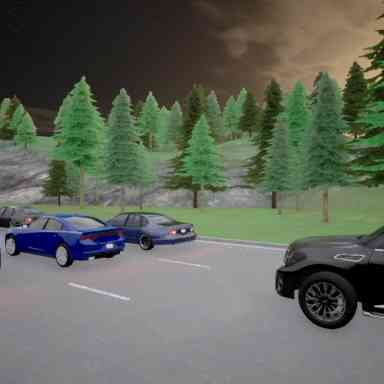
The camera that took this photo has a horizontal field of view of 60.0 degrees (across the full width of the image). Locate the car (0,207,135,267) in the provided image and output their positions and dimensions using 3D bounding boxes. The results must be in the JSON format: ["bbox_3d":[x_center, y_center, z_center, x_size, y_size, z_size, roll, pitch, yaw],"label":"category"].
[{"bbox_3d":[-4.499,1.478,11.474,5.008,1.535,1.882,0,0,36],"label":"car"}]

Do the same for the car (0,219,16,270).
[{"bbox_3d":[-6.951,1.505,8.925,4.892,1.490,1.837,0,0,36],"label":"car"}]

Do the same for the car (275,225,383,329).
[{"bbox_3d":[4.210,1.221,5.293,5.566,2.045,2.150,0,0,35],"label":"car"}]

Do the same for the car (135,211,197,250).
[{"bbox_3d":[-2.377,1.547,14.261,5.357,1.411,2.033,0,0,35],"label":"car"}]

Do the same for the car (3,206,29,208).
[{"bbox_3d":[-10.605,1.547,20.066,5.357,1.411,2.033,0,0,35],"label":"car"}]
